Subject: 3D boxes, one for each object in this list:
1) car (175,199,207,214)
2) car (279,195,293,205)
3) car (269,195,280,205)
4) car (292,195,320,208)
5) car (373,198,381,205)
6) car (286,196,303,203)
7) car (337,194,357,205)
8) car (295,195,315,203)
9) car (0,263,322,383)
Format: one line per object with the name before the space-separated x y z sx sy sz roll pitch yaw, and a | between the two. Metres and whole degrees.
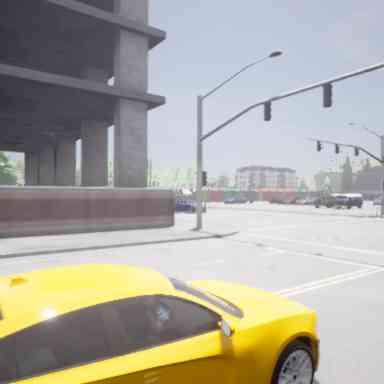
car | -0.322 1.546 36.637 1.882 1.535 5.008 0 0 -36
car | 18.252 1.659 60.349 3.905 1.438 1.784 0 0 -35
car | 16.664 1.448 62.512 4.605 1.855 1.932 0 0 -35
car | 19.922 1.691 57.984 3.806 1.475 1.970 0 0 -35
car | 35.584 1.781 61.988 3.806 1.475 1.970 0 0 -35
car | 24.141 1.749 78.139 3.905 1.438 1.784 0 0 -35
car | 40.057 1.645 85.864 3.866 1.878 1.905 0 0 -35
car | 25.761 1.538 75.737 4.605 1.855 1.932 0 0 -35
car | -0.771 1.485 3.256 5.008 1.535 1.882 0 0 -35
